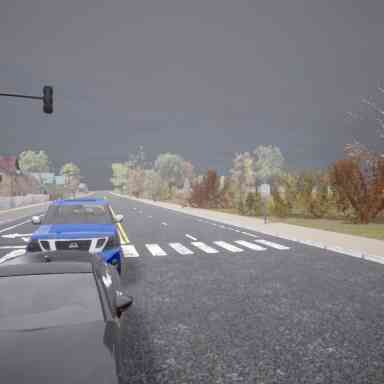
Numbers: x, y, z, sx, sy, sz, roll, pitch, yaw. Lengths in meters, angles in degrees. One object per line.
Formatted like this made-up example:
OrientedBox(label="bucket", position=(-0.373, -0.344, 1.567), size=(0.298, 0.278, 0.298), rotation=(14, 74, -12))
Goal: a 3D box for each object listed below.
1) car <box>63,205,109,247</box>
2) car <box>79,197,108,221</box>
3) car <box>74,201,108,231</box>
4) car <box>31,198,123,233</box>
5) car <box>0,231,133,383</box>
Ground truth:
OrientedBox(label="car", position=(-4.997, 1.499, 16.090), size=(1.837, 1.490, 4.892), rotation=(0, 0, -15))
OrientedBox(label="car", position=(-8.103, 1.338, 27.575), size=(2.097, 1.767, 4.553), rotation=(0, 0, -15))
OrientedBox(label="car", position=(-6.554, 1.468, 21.839), size=(1.882, 1.535, 5.008), rotation=(0, 0, -15))
OrientedBox(label="car", position=(-3.352, 1.218, 10.015), size=(2.150, 2.045, 5.566), rotation=(0, 0, -15))
OrientedBox(label="car", position=(-1.725, 1.524, 3.923), size=(1.812, 1.442, 4.674), rotation=(0, 0, -13))
